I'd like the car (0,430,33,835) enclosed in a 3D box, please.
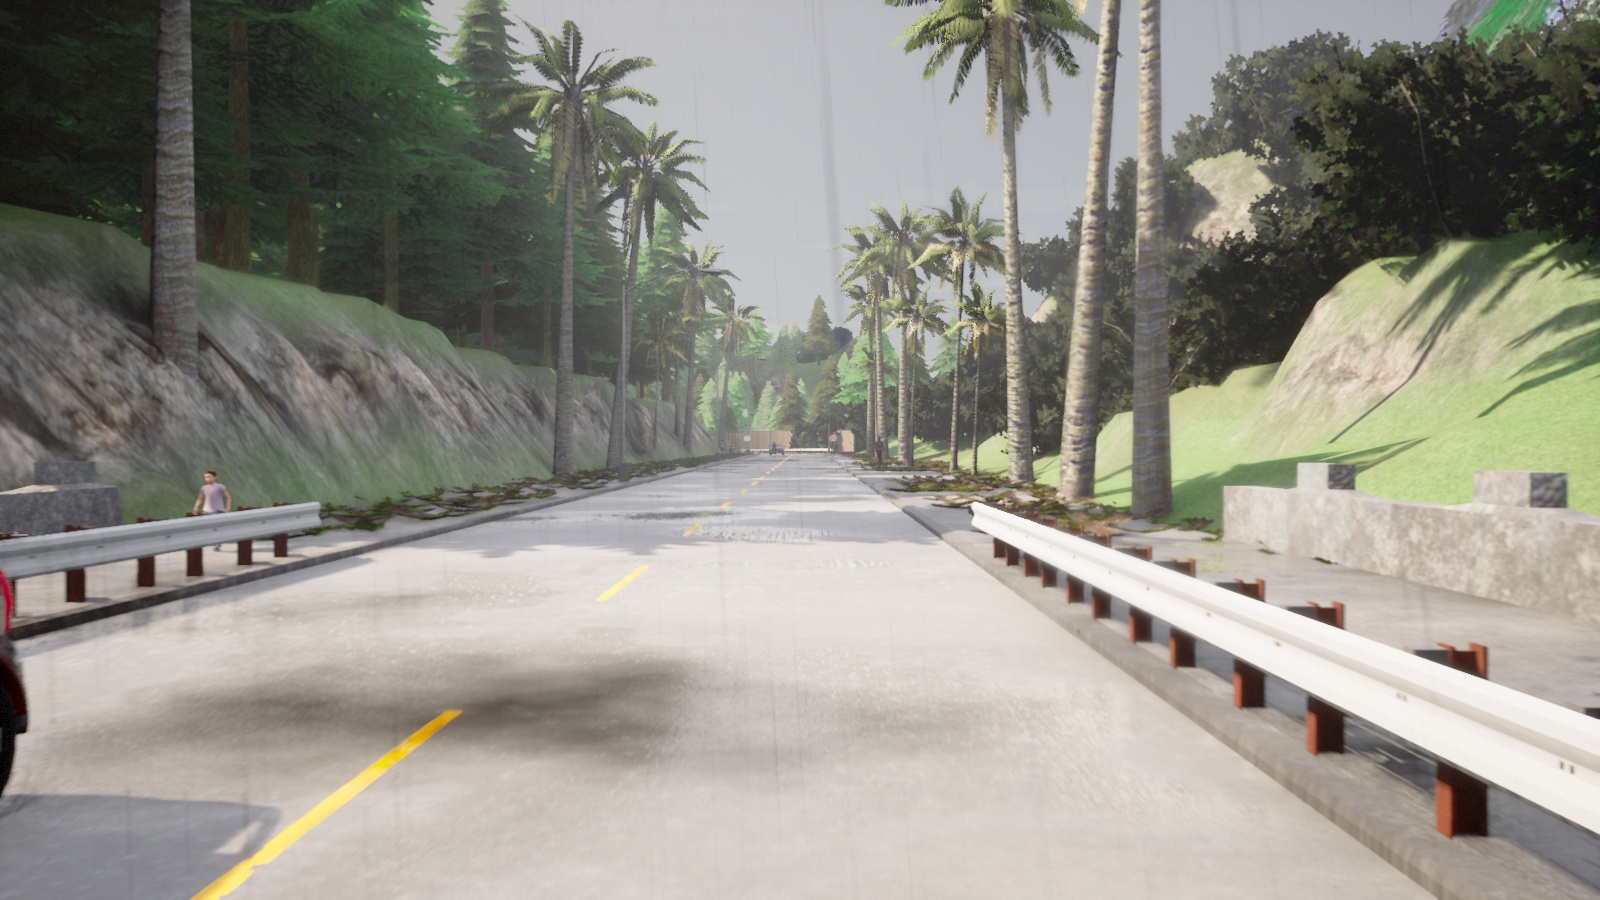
[{"bbox_3d":[-3.966,0.704,3.163,1.789,1.549,3.705,0,0,0],"label":"car"}]

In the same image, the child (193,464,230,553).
[{"bbox_3d":[-7.479,0.739,15.959,0.255,1.110,0.394,0,0,5],"label":"child"}]
